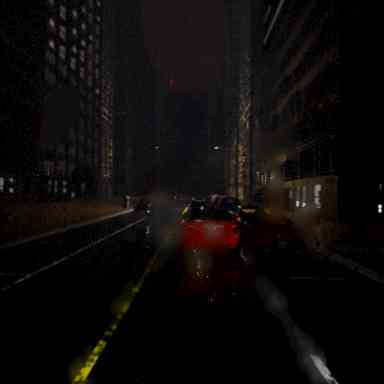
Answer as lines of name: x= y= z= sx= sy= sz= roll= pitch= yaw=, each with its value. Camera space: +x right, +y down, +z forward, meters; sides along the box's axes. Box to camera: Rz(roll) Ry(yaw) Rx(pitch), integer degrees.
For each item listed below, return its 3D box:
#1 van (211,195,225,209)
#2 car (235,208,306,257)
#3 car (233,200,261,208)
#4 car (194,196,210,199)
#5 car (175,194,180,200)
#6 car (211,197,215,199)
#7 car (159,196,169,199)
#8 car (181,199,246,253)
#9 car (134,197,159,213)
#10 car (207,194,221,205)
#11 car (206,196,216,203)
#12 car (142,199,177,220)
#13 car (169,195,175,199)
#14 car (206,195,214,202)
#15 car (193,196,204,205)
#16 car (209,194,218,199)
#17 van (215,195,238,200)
van: x=3.558 y=1.329 z=46.808 sx=1.690 sy=1.788 sz=3.998 roll=1 pitch=0 yaw=1
car: x=3.015 y=1.563 z=12.963 sx=1.887 sy=1.381 sz=4.507 roll=1 pitch=0 yaw=1
car: x=3.107 y=1.454 z=18.604 sx=1.967 sy=1.590 sz=4.097 roll=1 pitch=0 yaw=1
car: x=0.869 y=1.474 z=41.260 sx=1.837 sy=1.490 sz=4.892 roll=1 pitch=0 yaw=1
car: x=-4.377 y=1.426 z=75.126 sx=2.008 sy=1.369 sz=4.403 roll=1 pitch=0 yaw=1
car: x=3.374 y=1.550 z=35.526 sx=2.008 sy=1.369 sz=4.403 roll=1 pitch=0 yaw=1
car: x=-4.826 y=1.457 z=46.915 sx=2.008 sy=1.369 sz=4.403 roll=1 pitch=0 yaw=1
car: x=0.635 y=1.346 z=13.835 sx=2.097 sy=1.767 sz=4.553 roll=1 pitch=0 yaw=-3
car: x=-5.003 y=1.358 z=35.631 sx=1.967 sy=1.590 sz=4.097 roll=1 pitch=0 yaw=1
car: x=3.738 y=1.291 z=58.089 sx=2.192 sy=1.841 sz=5.009 roll=1 pitch=0 yaw=1
car: x=3.912 y=1.546 z=69.370 sx=1.802 sy=1.307 sz=4.206 roll=1 pitch=0 yaw=1
car: x=-2.556 y=1.551 z=27.290 sx=1.895 sy=1.301 sz=4.718 roll=1 pitch=0 yaw=1
car: x=-4.647 y=1.445 z=58.199 sx=2.008 sy=1.369 sz=4.403 roll=1 pitch=0 yaw=1
car: x=4.006 y=1.482 z=75.181 sx=1.752 sy=1.417 sz=4.829 roll=1 pitch=0 yaw=1
car: x=1.177 y=1.495 z=60.740 sx=2.033 sy=1.411 sz=5.357 roll=1 pitch=0 yaw=1
car: x=3.468 y=1.309 z=41.167 sx=2.192 sy=1.841 sz=5.009 roll=1 pitch=0 yaw=1
van: x=3.288 y=1.346 z=29.885 sx=1.690 sy=1.788 sz=3.998 roll=1 pitch=0 yaw=1
